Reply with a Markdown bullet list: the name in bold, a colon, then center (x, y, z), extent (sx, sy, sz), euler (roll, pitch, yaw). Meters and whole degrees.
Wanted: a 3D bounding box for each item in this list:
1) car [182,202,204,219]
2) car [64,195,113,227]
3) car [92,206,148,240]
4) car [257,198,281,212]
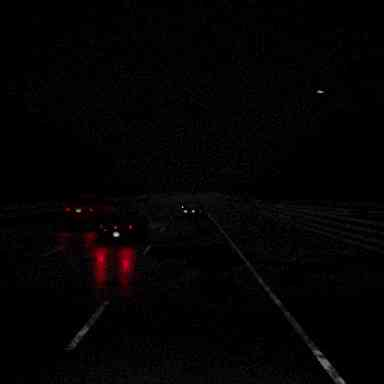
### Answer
- **car**: center (0.099, 1.553, 28.635), extent (2.033, 1.411, 5.357), euler (0, 0, 0)
- **car**: center (-6.901, 1.226, 22.915), extent (2.150, 2.045, 5.566), euler (0, 0, 0)
- **car**: center (-3.400, 1.604, 17.132), extent (1.895, 1.301, 4.718), euler (0, 0, 0)
- **car**: center (9.376, 1.497, 40.854), extent (2.033, 1.649, 4.856), euler (0, 0, -11)
